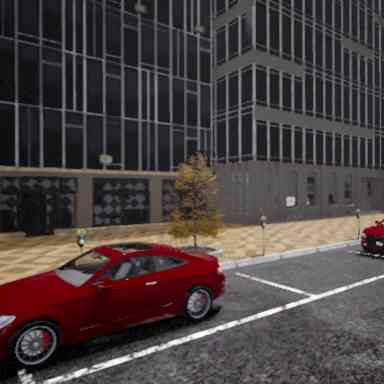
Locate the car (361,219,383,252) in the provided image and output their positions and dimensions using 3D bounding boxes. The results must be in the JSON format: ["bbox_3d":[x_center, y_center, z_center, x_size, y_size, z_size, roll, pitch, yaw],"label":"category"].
[{"bbox_3d":[7.986,1.443,12.242,4.507,1.381,1.887,-1,0,-35],"label":"car"}]

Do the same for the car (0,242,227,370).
[{"bbox_3d":[-1.287,1.566,5.638,4.206,1.307,1.802,-1,0,-35],"label":"car"}]
